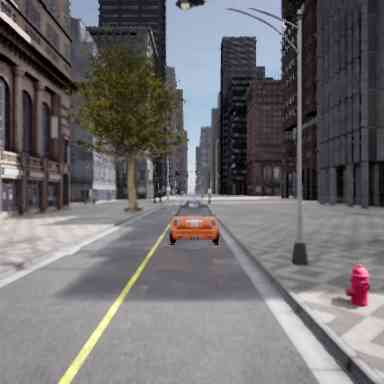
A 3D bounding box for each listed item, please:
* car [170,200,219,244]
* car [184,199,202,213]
[{"bbox_3d":[0.104,1.341,15.758,2.097,1.767,4.553,0,0,0],"label":"car"},{"bbox_3d":[0.106,1.553,37.456,1.994,1.385,4.181,0,0,0],"label":"car"}]
